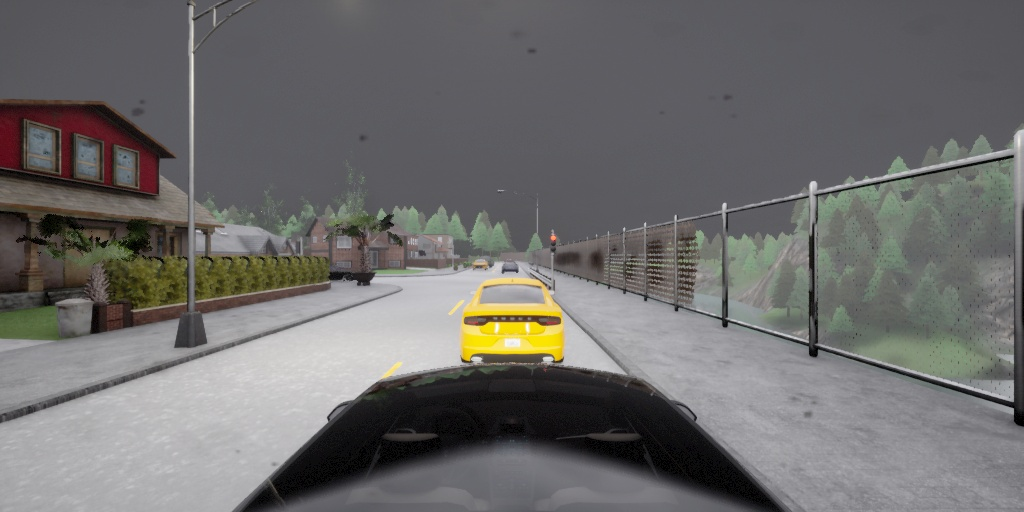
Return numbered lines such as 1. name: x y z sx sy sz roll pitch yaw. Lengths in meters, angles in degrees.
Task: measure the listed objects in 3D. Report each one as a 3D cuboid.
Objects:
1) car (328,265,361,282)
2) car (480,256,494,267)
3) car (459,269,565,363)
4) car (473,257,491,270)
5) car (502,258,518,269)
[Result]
1. car: -13.815 1.351 27.574 4.718 1.301 1.895 0 0 0
2. car: -4.582 0.971 61.373 2.150 2.045 5.566 0 0 0
3. car: 0.006 1.228 8.171 1.882 1.535 5.008 0 0 0
4. car: -4.517 1.228 51.430 1.882 1.535 5.008 0 0 0
5. car: -0.254 1.314 44.211 1.994 1.385 4.181 0 0 -1
